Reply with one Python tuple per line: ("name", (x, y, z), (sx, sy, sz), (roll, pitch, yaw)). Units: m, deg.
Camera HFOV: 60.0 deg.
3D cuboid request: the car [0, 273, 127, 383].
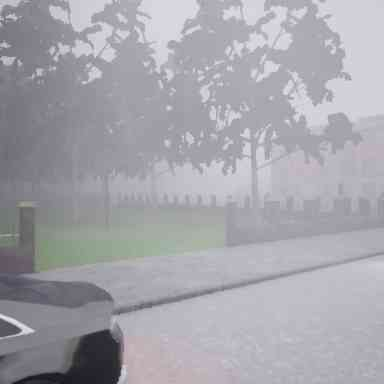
("car", (-2.937, 1.492, 2.508), (4.902, 1.511, 2.128), (0, 0, -35))
